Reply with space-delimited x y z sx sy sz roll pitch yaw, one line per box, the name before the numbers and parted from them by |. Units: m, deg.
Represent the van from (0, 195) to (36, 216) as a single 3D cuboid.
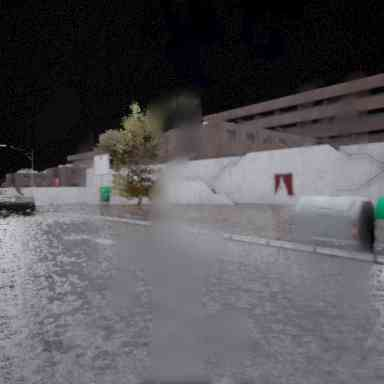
van | -18.089 1.338 33.315 1.878 1.987 4.442 -1 -2 28
